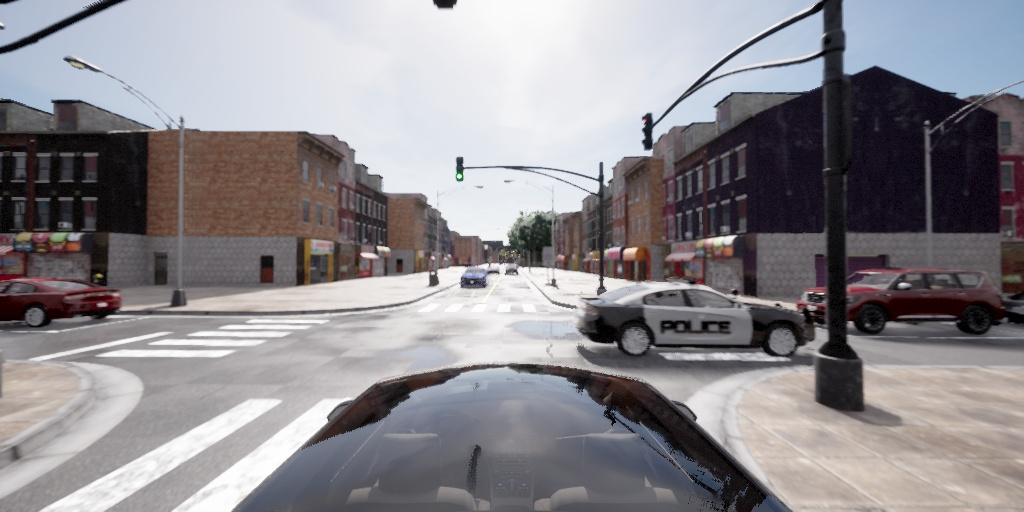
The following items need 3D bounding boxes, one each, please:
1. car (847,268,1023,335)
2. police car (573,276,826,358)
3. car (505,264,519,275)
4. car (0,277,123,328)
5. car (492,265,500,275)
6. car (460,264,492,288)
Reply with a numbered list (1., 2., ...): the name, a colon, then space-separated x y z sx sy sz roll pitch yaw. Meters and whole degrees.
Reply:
1. car: 11.703 1.292 10.965 5.009 1.841 2.192 0 0 0
2. police car: 4.085 1.306 8.324 5.238 1.638 1.930 0 -1 0
3. car: -0.034 2.042 52.785 1.812 1.442 4.674 0 -1 0
4. car: -14.706 1.336 10.905 4.507 1.381 1.888 0 0 0
5. car: -2.807 2.097 54.777 2.033 1.411 5.357 0 -1 0
6. car: -2.865 1.614 28.189 1.882 1.535 5.008 0 -1 0
